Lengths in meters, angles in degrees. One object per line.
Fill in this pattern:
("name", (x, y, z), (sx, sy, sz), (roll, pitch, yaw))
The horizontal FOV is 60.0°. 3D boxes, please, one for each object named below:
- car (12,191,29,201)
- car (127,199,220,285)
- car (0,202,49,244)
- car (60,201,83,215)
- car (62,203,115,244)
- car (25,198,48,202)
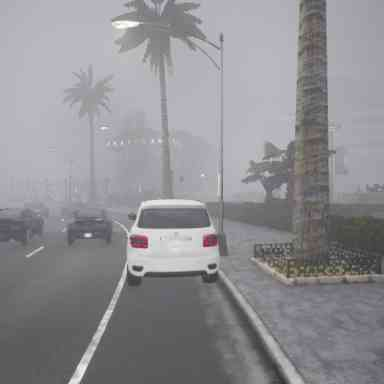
("car", (-37.893, 1.221, 71.704), (4.553, 1.767, 2.185), (0, 0, 21))
("car", (-0.676, 1.219, 9.688), (2.150, 2.045, 5.566), (0, 0, -7))
("car", (-8.279, 1.471, 15.475), (1.882, 1.535, 5.008), (0, 0, -13))
("car", (-11.136, 1.555, 31.529), (1.994, 1.385, 4.181), (0, 0, -33))
("car", (-4.808, 1.504, 16.022), (1.837, 1.490, 4.892), (0, 0, -13))
("car", (-14.122, 1.552, 29.702), (1.994, 1.385, 4.181), (0, 0, -33))
